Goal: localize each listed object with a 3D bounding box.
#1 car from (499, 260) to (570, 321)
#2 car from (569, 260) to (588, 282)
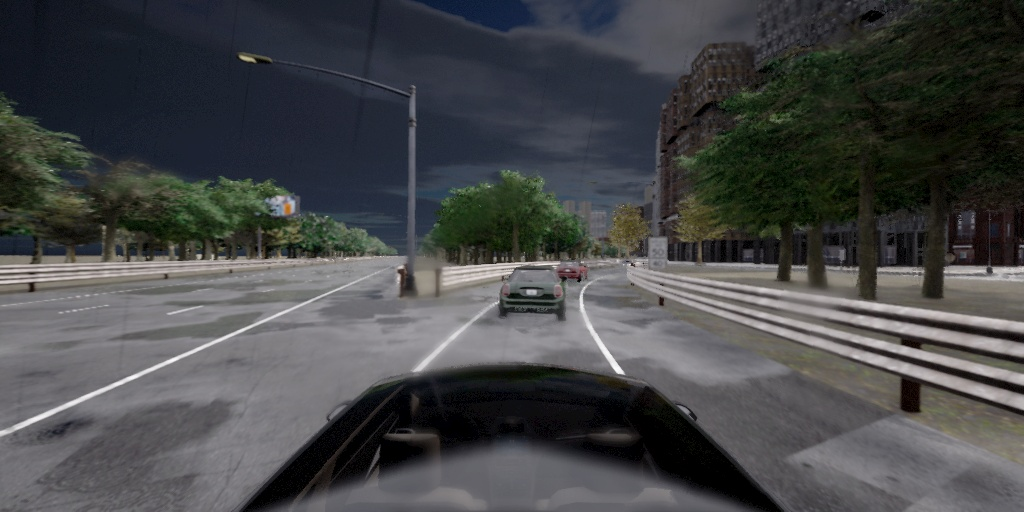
[{"bbox_3d":[0.895,1.107,12.865,2.097,1.767,4.553,1,0,8],"label":"car"},{"bbox_3d":[4.949,1.122,29.366,2.097,1.767,4.553,1,0,20],"label":"car"}]
